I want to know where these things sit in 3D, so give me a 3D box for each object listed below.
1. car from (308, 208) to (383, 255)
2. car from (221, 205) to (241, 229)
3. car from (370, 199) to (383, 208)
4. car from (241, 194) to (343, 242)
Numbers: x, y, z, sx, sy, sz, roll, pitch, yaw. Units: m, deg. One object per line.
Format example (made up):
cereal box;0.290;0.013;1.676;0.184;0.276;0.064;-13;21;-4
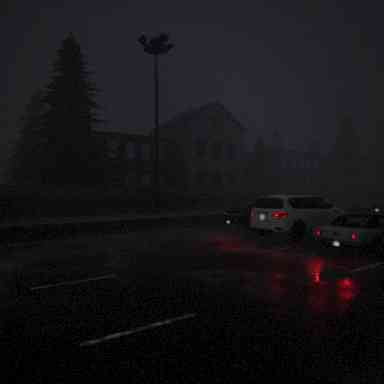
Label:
car;6.880;1.515;12.966;4.718;1.301;1.895;0;0;-35
car;3.944;1.396;19.470;4.902;1.511;2.128;0;0;-35
car;17.231;1.322;28.962;4.674;1.442;1.812;0;0;-36
car;5.259;1.132;16.108;5.566;2.045;2.150;-1;0;-35
